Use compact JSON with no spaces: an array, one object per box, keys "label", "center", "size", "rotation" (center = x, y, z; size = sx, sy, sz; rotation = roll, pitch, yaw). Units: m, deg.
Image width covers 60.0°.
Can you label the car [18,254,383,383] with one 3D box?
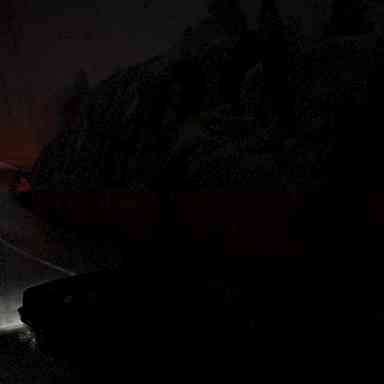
[{"label":"car","center":[-0.170,1.562,4.256],"size":[5.357,1.411,2.033],"rotation":[0,0,39]}]
